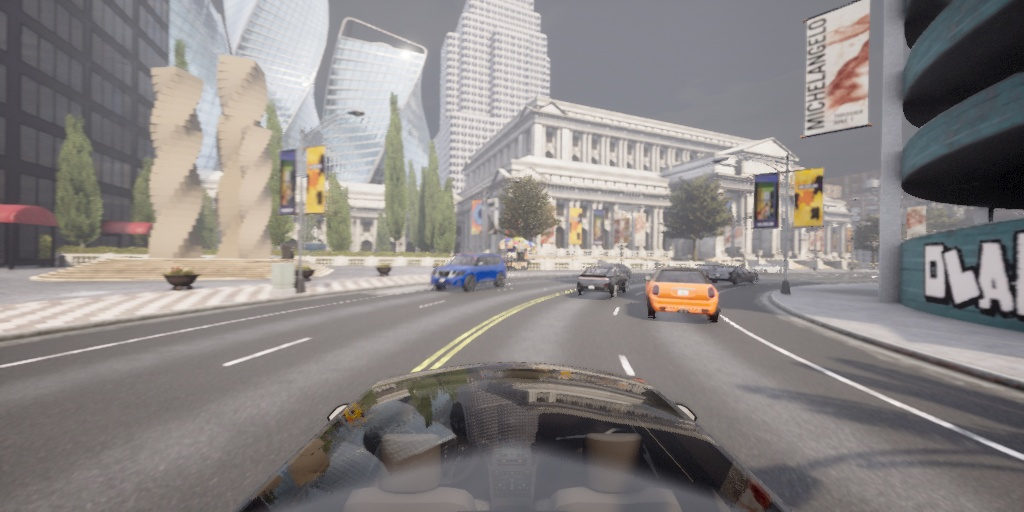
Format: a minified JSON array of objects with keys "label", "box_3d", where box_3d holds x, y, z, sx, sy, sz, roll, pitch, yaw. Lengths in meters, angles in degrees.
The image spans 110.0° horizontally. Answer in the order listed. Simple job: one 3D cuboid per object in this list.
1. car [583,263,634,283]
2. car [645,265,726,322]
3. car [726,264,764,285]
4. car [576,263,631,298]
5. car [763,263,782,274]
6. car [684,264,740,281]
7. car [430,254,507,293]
[{"label":"car","box_3d":[7.918,1.312,29.173,1.837,1.490,4.892,0,-1,45]},{"label":"car","box_3d":[6.022,1.167,13.130,2.097,1.767,4.553,1,0,20]},{"label":"car","box_3d":[17.453,1.502,28.316,5.357,1.411,2.033,1,0,-36]},{"label":"car","box_3d":[4.854,1.276,18.906,2.128,1.511,4.902,1,0,28]},{"label":"car","box_3d":[33.700,1.700,47.516,4.674,1.442,1.812,1,0,-22]},{"label":"car","box_3d":[18.483,1.507,33.108,5.357,1.411,2.033,1,0,-30]},{"label":"car","box_3d":[-2.304,0.892,20.739,2.150,2.045,5.566,1,0,27]}]
